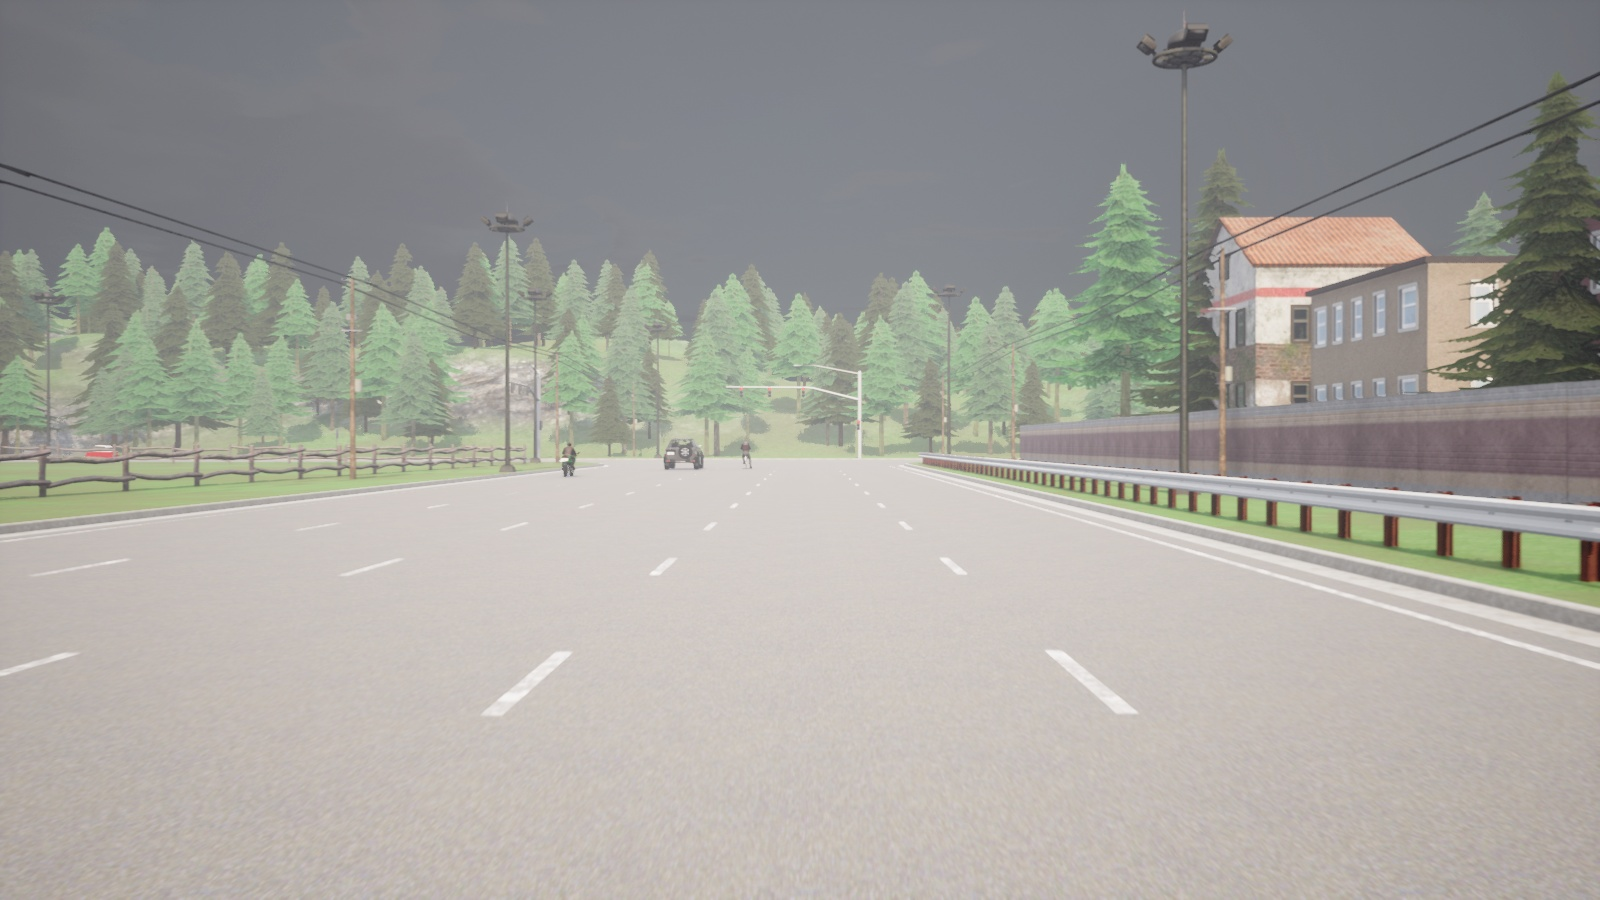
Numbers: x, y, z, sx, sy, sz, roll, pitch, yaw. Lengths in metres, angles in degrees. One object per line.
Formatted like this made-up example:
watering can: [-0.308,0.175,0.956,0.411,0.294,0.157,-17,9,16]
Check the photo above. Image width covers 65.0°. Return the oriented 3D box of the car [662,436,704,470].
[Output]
car: [-6.577,0.157,71.127,1.932,1.855,4.605,0,0,0]

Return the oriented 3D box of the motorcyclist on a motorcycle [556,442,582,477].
motorcyclist on a motorcycle: [-10.169,0.408,55.353,0.797,1.523,2.044,0,0,0]
